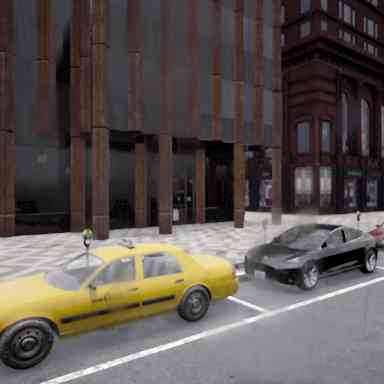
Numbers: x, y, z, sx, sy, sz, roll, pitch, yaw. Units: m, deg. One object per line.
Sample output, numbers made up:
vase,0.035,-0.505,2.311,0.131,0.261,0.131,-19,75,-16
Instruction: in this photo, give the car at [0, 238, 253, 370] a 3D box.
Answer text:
car,-1.364,1.525,5.676,4.829,1.417,1.752,0,0,-35

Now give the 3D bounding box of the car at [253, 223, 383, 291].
car,3.364,1.564,9.046,4.313,1.339,1.947,0,0,-35
